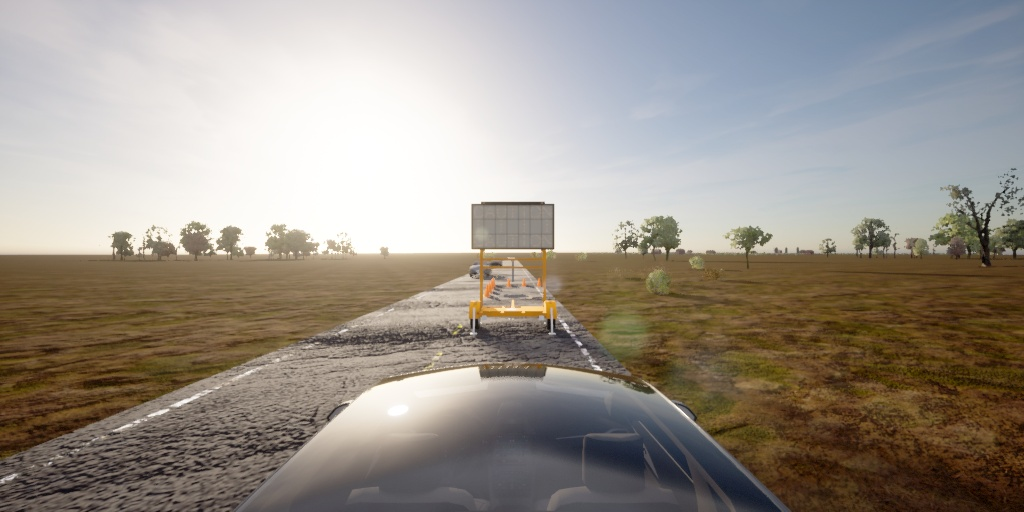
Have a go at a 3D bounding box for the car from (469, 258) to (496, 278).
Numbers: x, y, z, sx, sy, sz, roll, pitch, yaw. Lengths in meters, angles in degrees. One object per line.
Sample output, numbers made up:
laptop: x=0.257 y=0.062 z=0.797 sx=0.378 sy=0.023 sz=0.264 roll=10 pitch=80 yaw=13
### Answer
car: x=-3.009 y=1.242 z=34.537 sx=2.128 sy=1.511 sz=4.902 roll=0 pitch=0 yaw=0

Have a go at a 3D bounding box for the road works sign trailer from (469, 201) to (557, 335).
road works sign trailer: x=0.026 y=0.214 z=10.518 sx=2.380 sy=3.560 sz=2.880 roll=0 pitch=0 yaw=0

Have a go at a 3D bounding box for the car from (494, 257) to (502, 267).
car: x=-2.827 y=1.102 z=63.922 sx=2.097 sy=1.767 sz=4.553 roll=0 pitch=0 yaw=0
